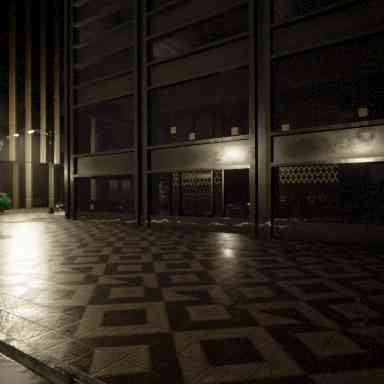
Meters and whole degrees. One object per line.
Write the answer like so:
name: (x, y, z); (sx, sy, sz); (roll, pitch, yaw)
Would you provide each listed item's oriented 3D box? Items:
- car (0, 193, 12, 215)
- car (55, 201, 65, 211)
car: (-19.387, 1.113, 30.062); (2.150, 2.045, 5.566); (0, 0, 37)
car: (-13.363, 1.326, 38.591); (1.882, 1.535, 5.008); (0, 0, 35)
